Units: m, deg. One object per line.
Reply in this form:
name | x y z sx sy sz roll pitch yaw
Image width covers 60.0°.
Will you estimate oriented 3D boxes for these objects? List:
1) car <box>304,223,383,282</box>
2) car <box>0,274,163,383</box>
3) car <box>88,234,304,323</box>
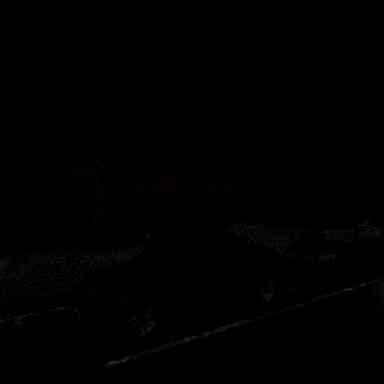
car | 4.445 1.582 9.702 4.206 1.307 1.802 0 0 -35
car | -2.412 1.564 1.661 4.181 1.385 1.994 0 0 -35
car | -0.036 1.566 6.510 4.313 1.339 1.947 0 0 -35
